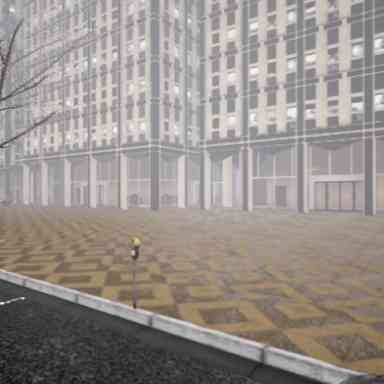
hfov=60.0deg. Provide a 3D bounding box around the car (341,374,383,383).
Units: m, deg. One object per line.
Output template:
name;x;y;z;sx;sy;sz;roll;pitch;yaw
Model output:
car;2.475;1.570;1.109;4.313;1.339;1.947;0;0;36
